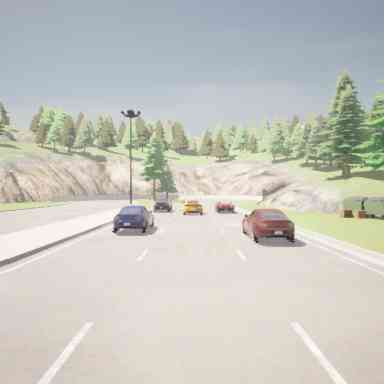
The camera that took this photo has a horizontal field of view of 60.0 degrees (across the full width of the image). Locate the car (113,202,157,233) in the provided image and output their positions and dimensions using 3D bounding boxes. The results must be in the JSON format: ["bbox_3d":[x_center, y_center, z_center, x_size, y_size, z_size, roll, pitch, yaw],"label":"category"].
[{"bbox_3d":[-3.400,1.526,19.685,1.812,1.442,4.674,0,0,0],"label":"car"}]

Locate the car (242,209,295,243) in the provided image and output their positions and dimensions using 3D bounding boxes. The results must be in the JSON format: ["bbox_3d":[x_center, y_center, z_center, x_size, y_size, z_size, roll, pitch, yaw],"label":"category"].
[{"bbox_3d":[3.600,1.526,16.096,1.812,1.442,4.674,0,0,0],"label":"car"}]

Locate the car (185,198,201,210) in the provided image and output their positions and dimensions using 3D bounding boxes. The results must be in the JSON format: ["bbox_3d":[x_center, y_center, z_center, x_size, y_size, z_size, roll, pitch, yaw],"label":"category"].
[{"bbox_3d":[0.128,1.547,43.824,2.033,1.411,5.357,0,0,1],"label":"car"}]

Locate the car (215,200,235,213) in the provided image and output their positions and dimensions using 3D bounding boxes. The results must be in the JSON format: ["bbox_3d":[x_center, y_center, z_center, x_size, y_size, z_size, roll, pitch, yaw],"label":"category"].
[{"bbox_3d":[3.602,1.601,37.428,1.895,1.301,4.718,0,0,0],"label":"car"}]

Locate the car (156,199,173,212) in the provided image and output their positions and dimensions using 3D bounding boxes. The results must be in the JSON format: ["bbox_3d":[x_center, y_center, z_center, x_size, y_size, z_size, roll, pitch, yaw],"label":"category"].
[{"bbox_3d":[-3.395,1.526,38.922,1.812,1.442,4.674,0,0,0],"label":"car"}]

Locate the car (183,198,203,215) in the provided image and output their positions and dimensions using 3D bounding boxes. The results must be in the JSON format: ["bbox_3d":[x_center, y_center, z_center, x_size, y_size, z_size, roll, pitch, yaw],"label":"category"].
[{"bbox_3d":[0.096,1.478,33.992,1.882,1.535,5.008,0,0,0],"label":"car"}]
